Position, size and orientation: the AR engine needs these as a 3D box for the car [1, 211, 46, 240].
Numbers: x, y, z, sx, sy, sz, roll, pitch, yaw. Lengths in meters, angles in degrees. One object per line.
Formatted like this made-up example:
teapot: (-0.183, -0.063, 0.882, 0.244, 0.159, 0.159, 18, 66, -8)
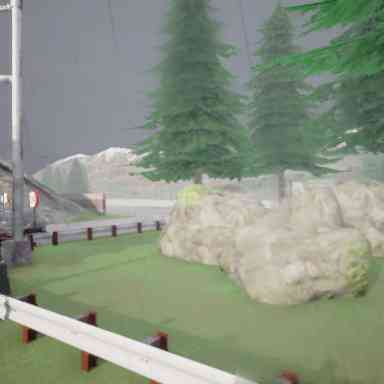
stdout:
car: (-8.765, 1.494, 14.231, 5.357, 1.411, 2.033, -1, 0, 23)
